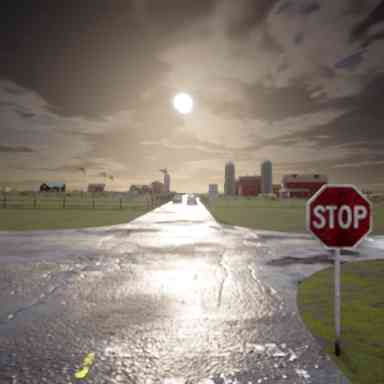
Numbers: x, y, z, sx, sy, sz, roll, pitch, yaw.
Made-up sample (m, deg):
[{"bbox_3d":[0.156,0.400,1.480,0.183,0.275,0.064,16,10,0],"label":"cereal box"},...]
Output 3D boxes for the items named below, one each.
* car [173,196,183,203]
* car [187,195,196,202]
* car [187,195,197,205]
[{"bbox_3d":[-2.782,1.474,65.611,1.837,1.490,4.892,0,0,0],"label":"car"},{"bbox_3d":[-0.033,1.327,70.616,1.882,1.535,5.008,0,0,0],"label":"car"},{"bbox_3d":[-0.027,1.519,60.194,2.033,1.411,5.357,0,0,0],"label":"car"}]
